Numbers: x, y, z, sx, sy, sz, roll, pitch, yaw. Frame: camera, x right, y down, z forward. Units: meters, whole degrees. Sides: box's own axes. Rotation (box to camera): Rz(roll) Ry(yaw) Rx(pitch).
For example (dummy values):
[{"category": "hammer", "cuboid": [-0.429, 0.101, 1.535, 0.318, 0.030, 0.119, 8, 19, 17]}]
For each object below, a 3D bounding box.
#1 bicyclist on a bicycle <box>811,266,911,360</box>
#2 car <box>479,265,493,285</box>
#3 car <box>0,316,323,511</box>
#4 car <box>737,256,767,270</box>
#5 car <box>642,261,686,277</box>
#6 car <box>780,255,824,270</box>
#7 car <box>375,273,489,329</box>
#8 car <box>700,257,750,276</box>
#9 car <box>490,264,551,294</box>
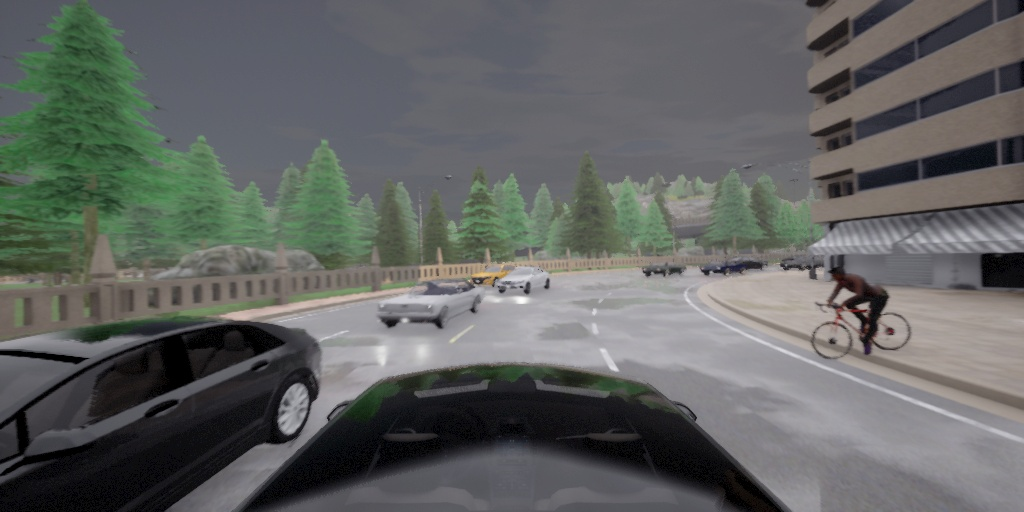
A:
[{"category": "bicyclist on a bicycle", "cuboid": [6.082, 0.970, 6.358, 1.656, 1.620, 0.582, -11, -1, 5]}, {"category": "car", "cuboid": [-1.022, 1.369, 25.793, 1.882, 1.535, 5.008, -2, 0, 30]}, {"category": "car", "cuboid": [-3.412, 1.350, 2.699, 1.837, 1.490, 4.892, -2, 0, 2]}, {"category": "car", "cuboid": [24.810, 0.744, 38.242, 5.008, 1.535, 1.882, -2, 0, -18]}, {"category": "car", "cuboid": [13.528, 1.134, 31.746, 4.718, 1.301, 1.895, -1, 0, -40]}, {"category": "car", "cuboid": [29.520, 0.626, 36.018, 4.902, 1.511, 2.128, -2, 0, -12]}, {"category": "car", "cuboid": [-2.466, 1.463, 12.003, 1.895, 1.301, 4.718, -2, 0, 13]}, {"category": "car", "cuboid": [18.293, 1.006, 30.985, 4.718, 1.301, 1.895, -1, 0, -35]}, {"category": "car", "cuboid": [0.834, 1.344, 21.329, 1.812, 1.442, 4.674, -2, 0, 28]}]
